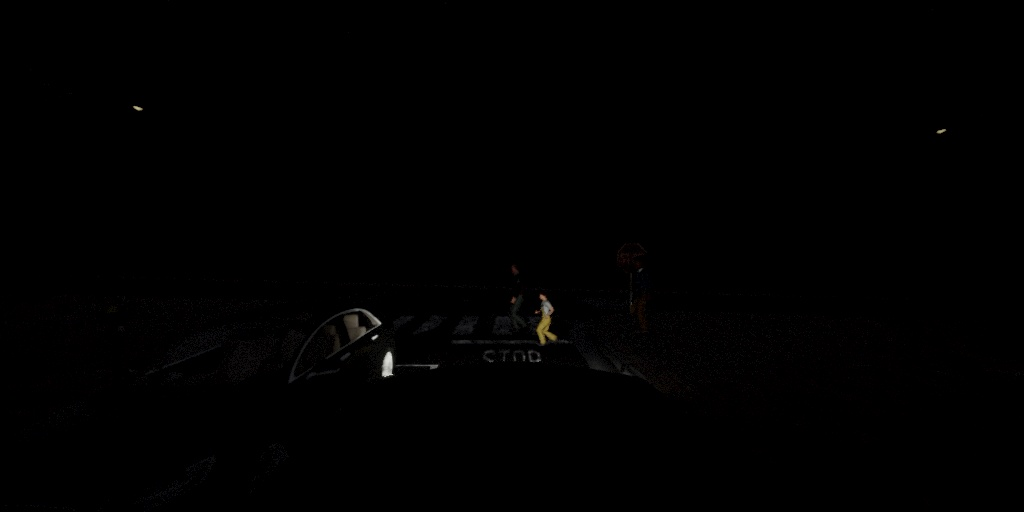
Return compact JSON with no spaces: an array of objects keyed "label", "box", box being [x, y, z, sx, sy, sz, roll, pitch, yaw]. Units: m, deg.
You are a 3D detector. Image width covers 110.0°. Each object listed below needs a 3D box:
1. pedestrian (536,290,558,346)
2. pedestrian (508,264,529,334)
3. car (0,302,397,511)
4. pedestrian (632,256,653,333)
[{"label":"pedestrian","box":[0.771,1.288,7.770,0.375,1.300,0.375,1,0,0]},{"label":"pedestrian","box":[0.149,1.001,8.970,0.375,1.860,0.375,1,0,0]},{"label":"car","box":[-2.639,1.287,4.031,2.007,1.370,4.403,0,0,0]},{"label":"pedestrian","box":[3.029,0.852,8.374,0.375,1.860,0.375,1,0,0]}]
